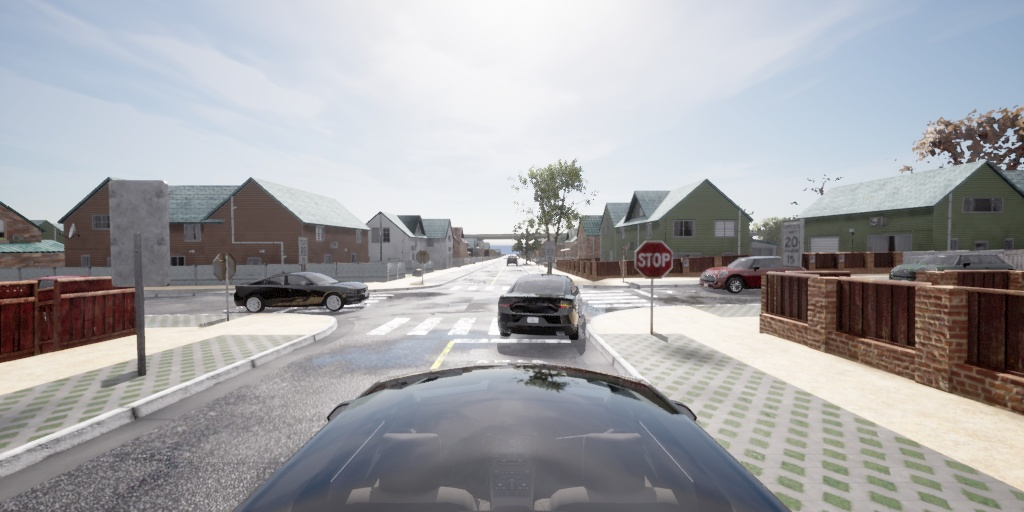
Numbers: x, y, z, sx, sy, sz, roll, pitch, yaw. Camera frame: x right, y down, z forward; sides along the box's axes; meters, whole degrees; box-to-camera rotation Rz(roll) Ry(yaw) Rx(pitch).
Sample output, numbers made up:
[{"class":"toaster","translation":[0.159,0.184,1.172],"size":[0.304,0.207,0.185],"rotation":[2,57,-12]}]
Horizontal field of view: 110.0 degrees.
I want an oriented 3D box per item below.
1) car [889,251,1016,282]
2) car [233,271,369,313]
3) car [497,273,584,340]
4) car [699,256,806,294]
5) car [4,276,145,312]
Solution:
[{"class":"car","translation":[21.711,0.645,17.783],"size":[4.553,1.767,2.097],"rotation":[-1,2,0]},{"class":"car","translation":[-8.461,1.376,14.646],"size":[5.008,1.535,1.882],"rotation":[-1,2,0]},{"class":"car","translation":[0.962,1.224,10.114],"size":[1.882,1.535,5.008],"rotation":[0,0,12]},{"class":"car","translation":[11.816,0.820,17.718],"size":[4.553,1.767,2.097],"rotation":[-1,2,0]},{"class":"car","translation":[-18.014,1.547,14.589],"size":[5.008,1.535,1.882],"rotation":[-1,2,0]}]
